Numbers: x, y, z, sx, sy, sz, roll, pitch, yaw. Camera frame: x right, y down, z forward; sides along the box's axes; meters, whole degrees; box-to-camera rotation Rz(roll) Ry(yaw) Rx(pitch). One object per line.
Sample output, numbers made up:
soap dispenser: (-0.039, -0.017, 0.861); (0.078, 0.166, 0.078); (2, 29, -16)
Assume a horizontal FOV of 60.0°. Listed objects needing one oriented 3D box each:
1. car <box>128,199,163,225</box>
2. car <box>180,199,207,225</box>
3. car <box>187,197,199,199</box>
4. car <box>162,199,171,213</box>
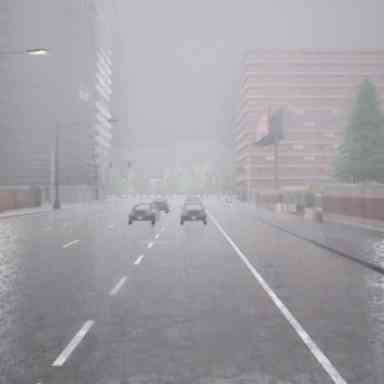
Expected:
car: (-3.393, 1.509, 24.038); (1.812, 1.442, 4.674); (0, 0, 0)
car: (0.104, 1.509, 23.999); (1.812, 1.442, 4.674); (0, 0, 0)
car: (0.102, 1.325, 38.343); (2.097, 1.767, 4.553); (0, 0, 0)
car: (-3.397, 1.478, 35.894); (1.837, 1.490, 4.892); (0, -1, 0)
